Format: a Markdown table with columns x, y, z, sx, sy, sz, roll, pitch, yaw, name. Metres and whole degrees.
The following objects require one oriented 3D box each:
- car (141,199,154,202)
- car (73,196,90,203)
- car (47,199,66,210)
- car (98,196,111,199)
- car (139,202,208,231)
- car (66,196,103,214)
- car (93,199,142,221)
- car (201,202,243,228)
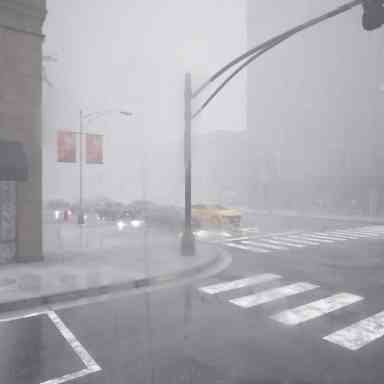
| x | y | z | sx | sy | sz | roll | pitch | yaw | name |
| --- | --- | --- | --- | --- | --- | --- | --- | --- | --- |
| -4.264 | 1.463 | 30.203 | 1.837 | 1.490 | 4.892 | 0 | 0 | -36 | car |
| -22.041 | 1.451 | 66.332 | 1.994 | 1.385 | 4.181 | 0 | 0 | -36 | car |
| -17.054 | 1.537 | 42.459 | 1.895 | 1.301 | 4.718 | 0 | 0 | -35 | car |
| -10.251 | 1.295 | 38.529 | 2.097 | 1.767 | 4.553 | 0 | 0 | -36 | car |
| -1.224 | 1.541 | 20.424 | 1.994 | 1.385 | 4.181 | 0 | 0 | -36 | car |
| -11.069 | 1.477 | 34.108 | 1.812 | 1.442 | 4.674 | 0 | 0 | -36 | car |
| -6.144 | 1.529 | 27.241 | 1.994 | 1.385 | 4.181 | 0 | 0 | -37 | car |
| 1.284 | 1.451 | 22.504 | 1.882 | 1.535 | 5.008 | 0 | 0 | -35 | car |
